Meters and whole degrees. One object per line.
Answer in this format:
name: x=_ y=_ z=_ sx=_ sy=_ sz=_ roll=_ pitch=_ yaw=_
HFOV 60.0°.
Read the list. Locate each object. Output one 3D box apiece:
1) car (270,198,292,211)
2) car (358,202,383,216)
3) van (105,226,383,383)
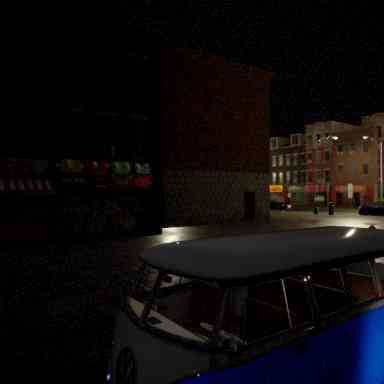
car: x=9.727 y=1.486 z=40.007 sx=2.128 sy=1.511 sz=4.902 roll=0 pitch=1 yaw=-35
car: x=17.143 y=1.571 z=29.593 sx=1.994 sy=1.385 sz=4.181 roll=0 pitch=0 yaw=-35
van: x=1.096 y=1.341 z=3.603 sx=3.998 sy=1.788 sz=1.690 roll=0 pitch=0 yaw=-36
